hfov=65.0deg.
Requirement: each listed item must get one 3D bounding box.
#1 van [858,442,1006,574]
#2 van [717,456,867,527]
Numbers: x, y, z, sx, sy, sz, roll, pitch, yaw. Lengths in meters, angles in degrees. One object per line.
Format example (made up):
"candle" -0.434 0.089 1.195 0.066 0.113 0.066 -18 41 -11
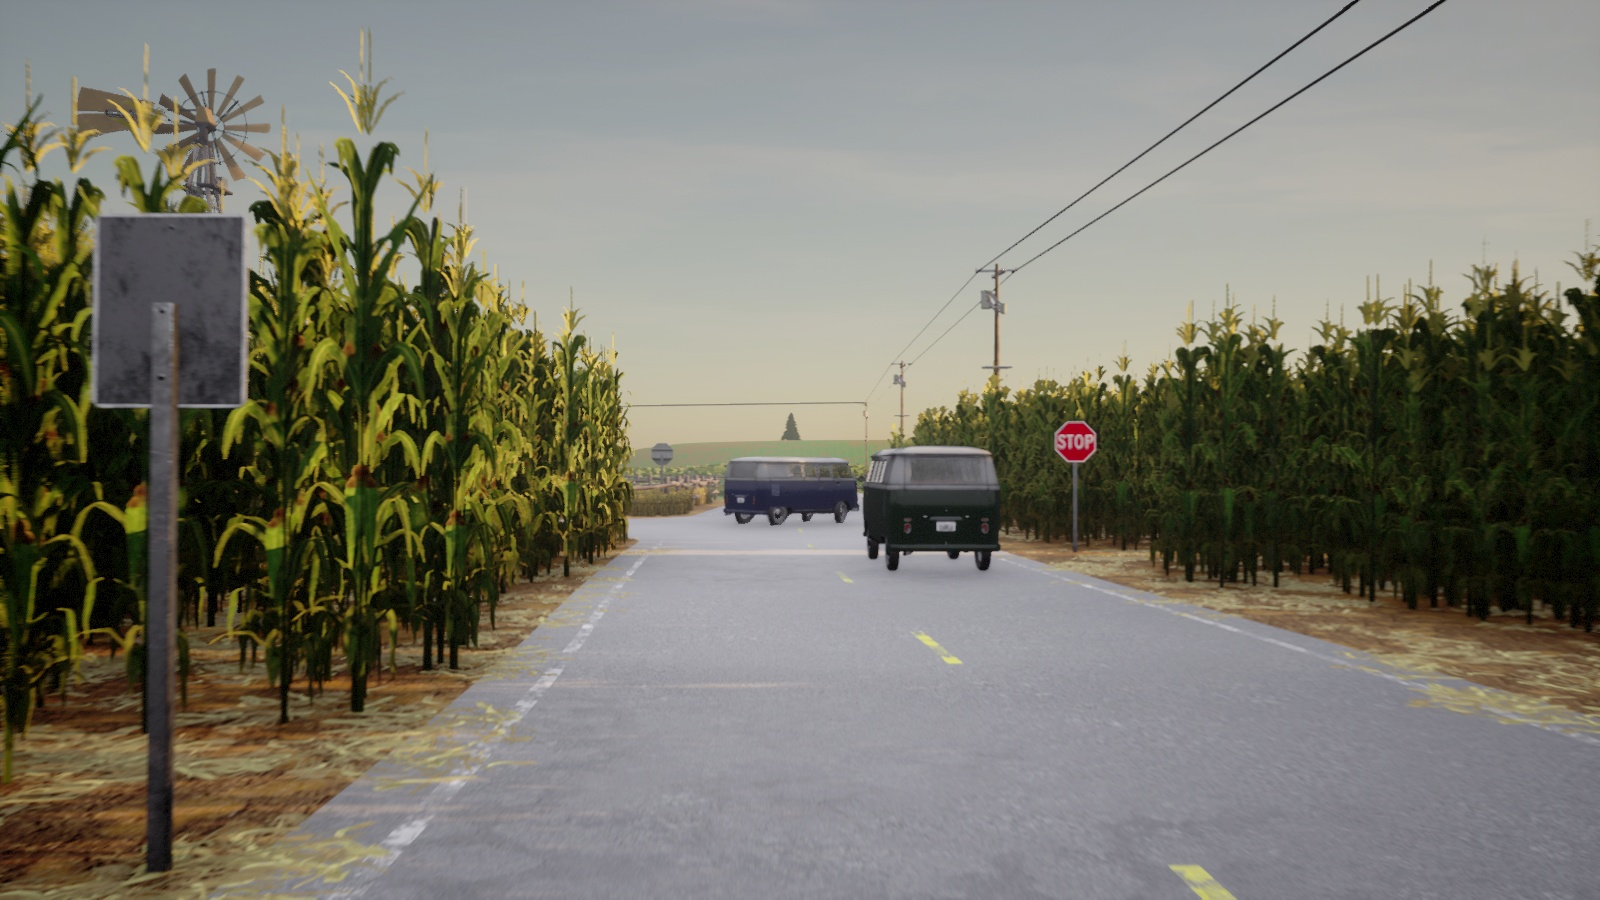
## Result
"van" 2.103 0.914 21.214 1.775 1.987 4.442 0 -1 -4
"van" -0.177 1.191 37.231 4.442 1.987 1.775 1 -1 -44
